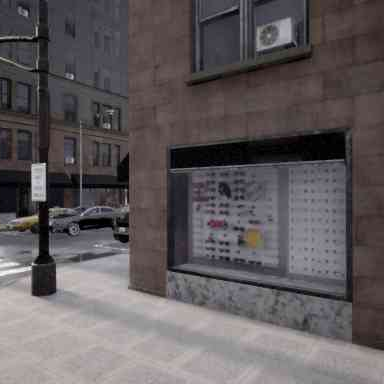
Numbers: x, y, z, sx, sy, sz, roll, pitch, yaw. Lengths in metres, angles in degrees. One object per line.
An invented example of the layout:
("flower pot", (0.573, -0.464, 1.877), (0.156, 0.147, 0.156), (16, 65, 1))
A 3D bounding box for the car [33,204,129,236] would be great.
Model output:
("car", (-5.868, 1.511, 18.694), (2.128, 1.511, 4.902), (0, 0, 36))

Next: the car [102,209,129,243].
("car", (-1.622, 1.561, 15.182), (1.947, 1.339, 4.313), (0, 0, 35))

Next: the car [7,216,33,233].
("car", (-8.250, 1.555, 19.711), (1.752, 1.417, 4.829), (0, 0, 35))

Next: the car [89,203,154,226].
("car", (-5.009, 1.585, 24.256), (2.008, 1.369, 4.403), (0, 0, 35))
